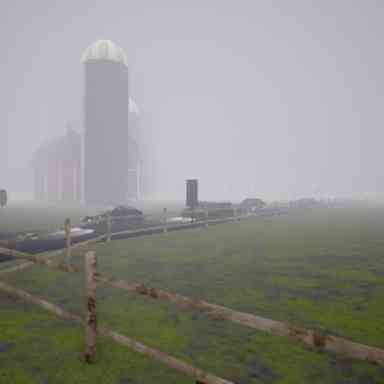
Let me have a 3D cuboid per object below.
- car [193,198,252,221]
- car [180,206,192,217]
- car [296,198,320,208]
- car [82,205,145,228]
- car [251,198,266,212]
[{"bbox_3d":[2.639,1.507,27.254,2.033,1.411,5.357,1,0,36],"label":"car"},{"bbox_3d":[0.779,1.502,29.683,1.994,1.385,4.181,1,0,36],"label":"car"},{"bbox_3d":[16.075,1.484,46.038,2.033,1.411,5.357,1,0,36],"label":"car"},{"bbox_3d":[-5.009,1.515,21.601,1.994,1.385,4.181,1,0,36],"label":"car"},{"bbox_3d":[6.824,1.432,38.105,1.837,1.490,4.892,1,0,36],"label":"car"}]
